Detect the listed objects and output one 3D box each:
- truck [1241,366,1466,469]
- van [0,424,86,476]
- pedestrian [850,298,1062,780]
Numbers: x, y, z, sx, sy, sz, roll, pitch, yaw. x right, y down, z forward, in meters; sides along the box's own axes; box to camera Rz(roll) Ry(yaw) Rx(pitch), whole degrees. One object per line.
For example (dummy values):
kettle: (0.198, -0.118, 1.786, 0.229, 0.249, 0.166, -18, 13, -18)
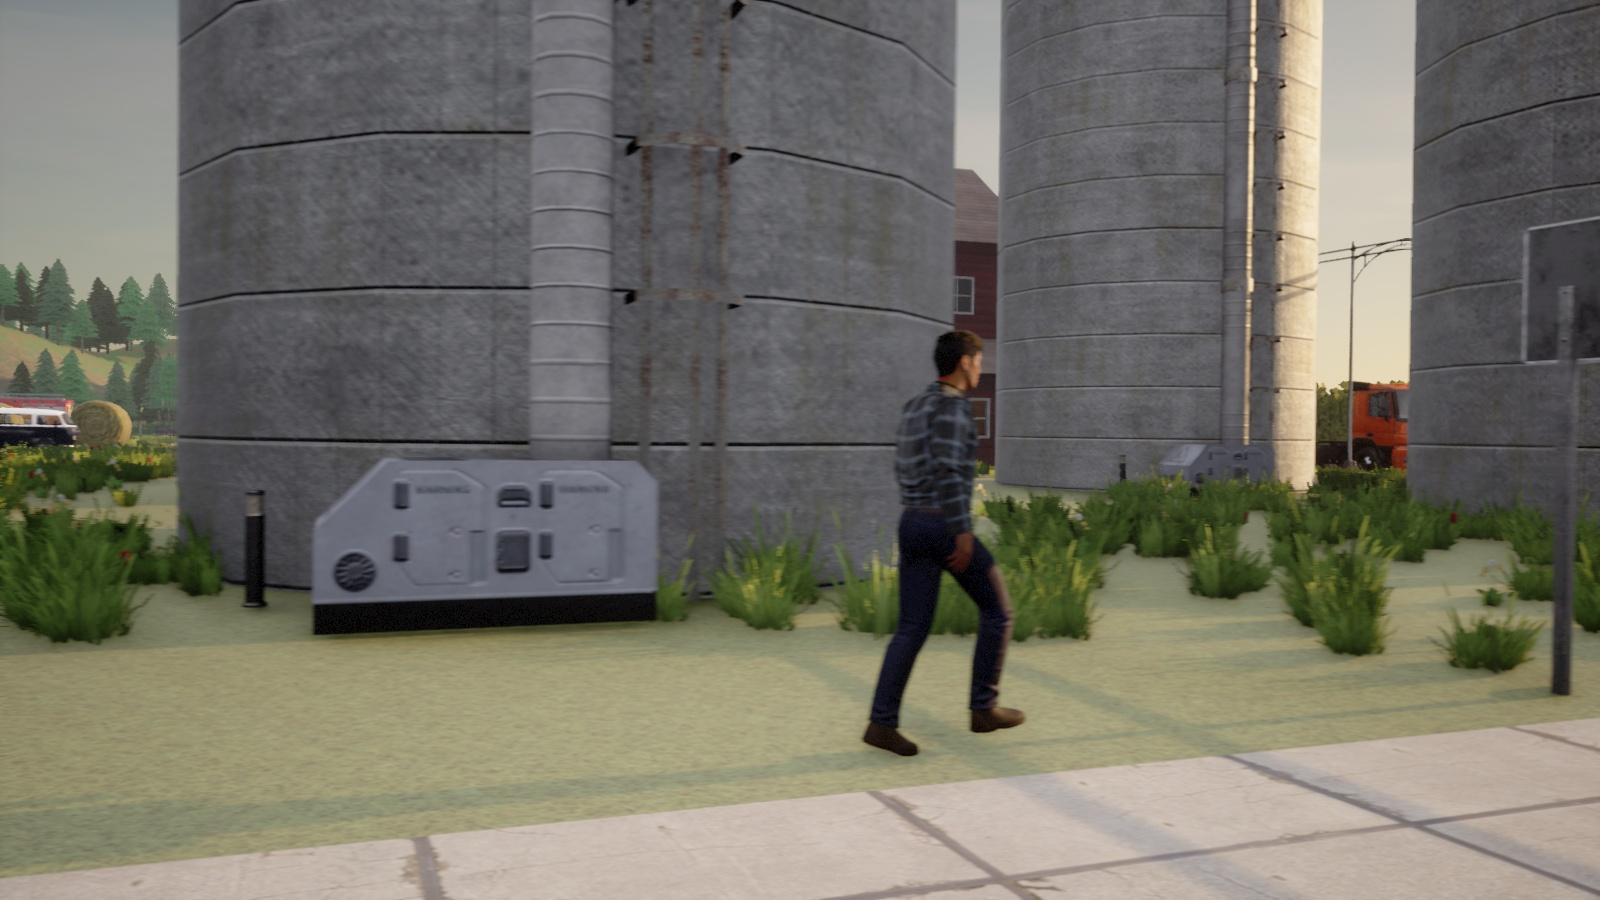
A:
truck: (20.053, -1.152, 46.162, 2.891, 3.462, 7.936, -1, 1, -20)
van: (-31.733, -0.005, 50.994, 4.480, 2.038, 2.069, 0, 1, -21)
pedestrian: (0.674, 0.354, 5.426, 0.788, 1.949, 0.423, -1, 1, -25)
